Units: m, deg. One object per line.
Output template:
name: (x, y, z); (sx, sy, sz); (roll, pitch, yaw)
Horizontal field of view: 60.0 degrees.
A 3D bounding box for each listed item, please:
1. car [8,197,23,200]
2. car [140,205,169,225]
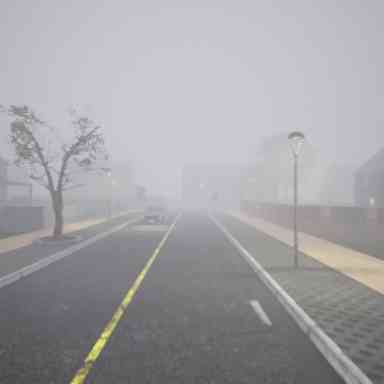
car: (-25.146, 1.474, 47.130); (4.902, 1.511, 2.128); (1, 1, -2)
car: (-2.848, 1.721, 26.252); (2.033, 1.411, 5.357); (0, 0, 0)
